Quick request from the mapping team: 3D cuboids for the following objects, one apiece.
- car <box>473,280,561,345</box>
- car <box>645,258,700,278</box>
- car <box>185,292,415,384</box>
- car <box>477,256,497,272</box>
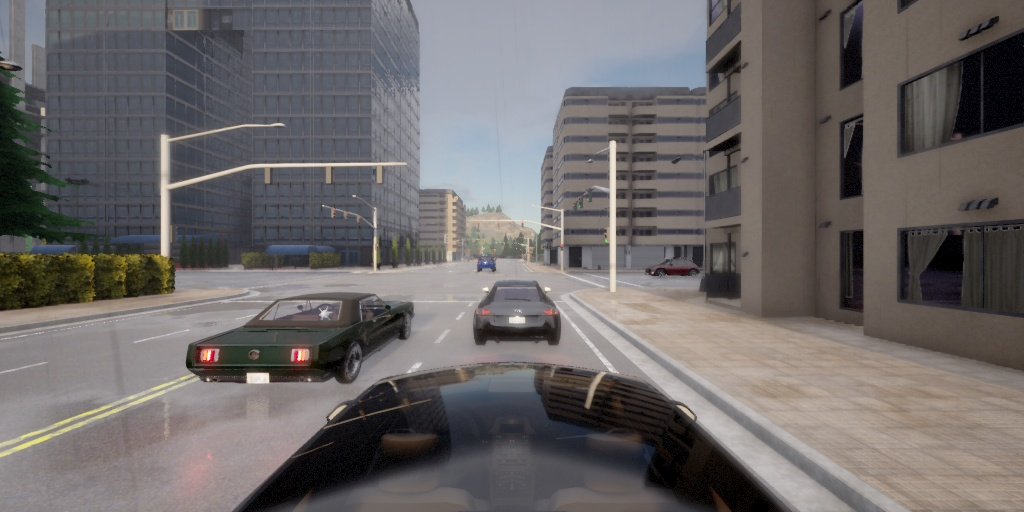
[{"bbox_3d":[0.126,1.314,9.504,1.994,1.385,4.181,0,0,1],"label":"car"},{"bbox_3d":[14.965,1.103,33.659,4.553,1.767,2.097,0,0,0],"label":"car"},{"bbox_3d":[-3.384,1.351,7.025,1.895,1.301,4.718,0,0,0],"label":"car"},{"bbox_3d":[-3.232,0.971,46.261,2.150,2.045,5.566,0,0,0],"label":"car"}]
